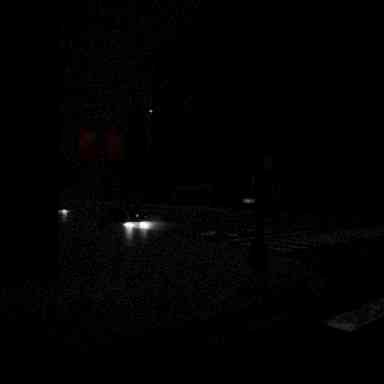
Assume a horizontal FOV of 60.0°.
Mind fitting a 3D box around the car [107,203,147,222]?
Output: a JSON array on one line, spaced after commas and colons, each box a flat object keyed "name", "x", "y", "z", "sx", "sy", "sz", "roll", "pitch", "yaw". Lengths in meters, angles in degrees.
[{"name": "car", "x": -5.343, "y": 1.631, "z": 27.085, "sx": 1.994, "sy": 1.385, "sz": 4.181, "roll": 0, "pitch": 0, "yaw": -36}]

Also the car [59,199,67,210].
[{"name": "car", "x": -18.786, "y": 1.679, "z": 45.927, "sx": 1.812, "sy": 1.442, "sz": 4.674, "roll": 0, "pitch": 0, "yaw": -35}]
